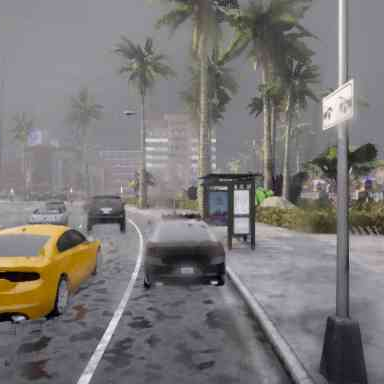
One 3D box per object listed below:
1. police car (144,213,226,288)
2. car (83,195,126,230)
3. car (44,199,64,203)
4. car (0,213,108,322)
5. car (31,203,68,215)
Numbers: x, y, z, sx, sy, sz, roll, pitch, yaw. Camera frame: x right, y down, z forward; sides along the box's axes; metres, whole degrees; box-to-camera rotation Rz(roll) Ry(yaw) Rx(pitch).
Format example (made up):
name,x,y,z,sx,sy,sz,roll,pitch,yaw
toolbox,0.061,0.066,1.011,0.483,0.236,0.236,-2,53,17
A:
name,x,y,z,sx,sy,sz,roll,pitch,yaw
police car,-0.319,1.424,9.464,1.930,1.638,5.238,0,0,-5
car,-5.432,1.218,21.207,2.150,2.045,5.566,0,0,-14
car,-15.316,1.482,37.068,2.128,1.511,4.902,0,0,-27
car,-3.363,1.475,7.397,1.882,1.535,5.008,0,0,-4
car,-9.146,1.595,21.505,1.895,1.301,4.718,0,0,-15
